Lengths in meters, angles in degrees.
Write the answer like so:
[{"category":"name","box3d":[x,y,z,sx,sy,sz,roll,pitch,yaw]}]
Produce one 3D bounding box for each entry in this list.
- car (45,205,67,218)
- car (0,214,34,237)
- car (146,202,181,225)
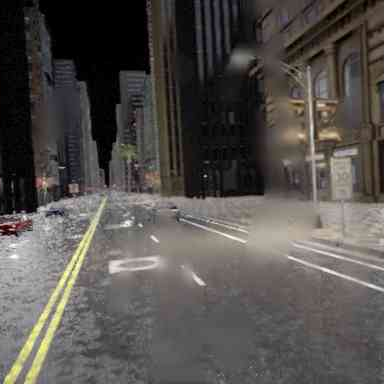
[{"category":"car","box3d":[-16.066,2.281,39.389,1.895,1.301,4.718,-4,1,-14]},{"category":"car","box3d":[-11.616,2.134,21.292,1.895,1.301,4.718,-4,1,-14]},{"category":"car","box3d":[-2.118,1.448,23.829,2.128,1.511,4.902,-4,0,-14]}]
